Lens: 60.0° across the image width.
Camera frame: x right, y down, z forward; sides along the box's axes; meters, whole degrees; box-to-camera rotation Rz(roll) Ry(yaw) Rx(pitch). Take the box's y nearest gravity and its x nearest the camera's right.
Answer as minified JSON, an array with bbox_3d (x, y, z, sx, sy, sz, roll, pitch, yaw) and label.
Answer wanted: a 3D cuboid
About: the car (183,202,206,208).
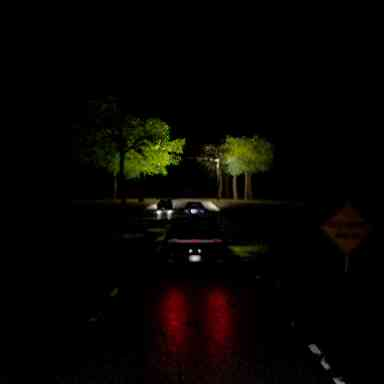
[{"bbox_3d":[0.207,1.562,28.924,2.033,1.411,5.357,0,0,1],"label":"car"}]

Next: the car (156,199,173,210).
[{"bbox_3d":[-3.355,1.533,41.919,2.033,1.411,5.357,0,0,1],"label":"car"}]

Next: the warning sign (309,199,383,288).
[{"bbox_3d":[3.579,1.125,7.693,1.300,1.860,1.060,1,1,0],"label":"warning sign"}]

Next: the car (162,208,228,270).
[{"bbox_3d":[0.096,1.504,11.068,2.128,1.511,4.902,0,0,0],"label":"car"}]
